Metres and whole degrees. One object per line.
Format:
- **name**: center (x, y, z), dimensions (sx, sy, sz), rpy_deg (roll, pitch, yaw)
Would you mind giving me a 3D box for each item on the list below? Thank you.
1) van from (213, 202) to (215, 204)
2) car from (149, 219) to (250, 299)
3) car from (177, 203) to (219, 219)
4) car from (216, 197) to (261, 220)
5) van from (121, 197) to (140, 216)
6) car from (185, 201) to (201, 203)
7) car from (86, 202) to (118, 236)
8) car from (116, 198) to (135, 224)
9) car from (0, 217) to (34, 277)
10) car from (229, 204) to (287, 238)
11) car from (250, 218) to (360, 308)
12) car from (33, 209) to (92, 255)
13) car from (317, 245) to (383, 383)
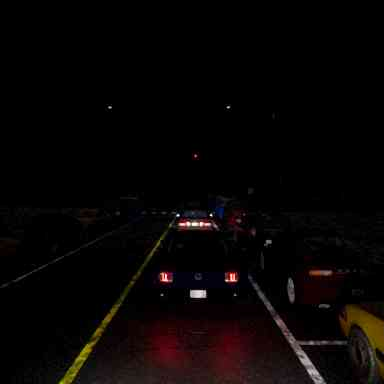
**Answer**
- **van**: center (2.833, 1.346, 29.540), dimensions (1.690, 1.788, 3.998), rpy_deg (0, 0, 0)
- **car**: center (0.121, 1.601, 8.381), dimensions (1.895, 1.301, 4.718), rpy_deg (0, 0, 0)
- **car**: center (0.141, 1.549, 17.972), dimensions (2.033, 1.411, 5.357), rpy_deg (0, 0, 0)
- **car**: center (2.806, 1.317, 18.665), dimensions (2.192, 1.841, 5.009), rpy_deg (0, 0, 0)
- **van**: center (-5.693, 1.346, 29.562), dimensions (1.690, 1.788, 3.998), rpy_deg (0, 0, 0)
- **car**: center (0.065, 1.482, 27.799), dimensions (1.882, 1.535, 5.008), rpy_deg (0, 0, 0)
- **car**: center (-5.720, 1.527, 18.516), dimensions (1.752, 1.417, 4.829), rpy_deg (0, 0, 0)
- **car**: center (-5.706, 1.443, 24.124), dimensions (1.967, 1.590, 4.097), rpy_deg (0, 0, 0)
- **car**: center (-5.747, 1.525, 7.641), dimensions (1.752, 1.417, 4.829), rpy_deg (0, 0, 0)
- **car**: center (2.792, 1.441, 13.227), dimensions (1.967, 1.590, 4.097), rpy_deg (0, 0, 0)
- **car**: center (2.779, 1.545, 7.790), dimensions (1.887, 1.381, 4.507), rpy_deg (0, 0, 0)
- **car**: center (-5.733, 1.567, 13.249), dimensions (1.947, 1.339, 4.313), rpy_deg (0, 0, 0)
- **car**: center (2.766, 1.525, 2.522), dimensions (1.752, 1.417, 4.829), rpy_deg (0, 0, 0)
